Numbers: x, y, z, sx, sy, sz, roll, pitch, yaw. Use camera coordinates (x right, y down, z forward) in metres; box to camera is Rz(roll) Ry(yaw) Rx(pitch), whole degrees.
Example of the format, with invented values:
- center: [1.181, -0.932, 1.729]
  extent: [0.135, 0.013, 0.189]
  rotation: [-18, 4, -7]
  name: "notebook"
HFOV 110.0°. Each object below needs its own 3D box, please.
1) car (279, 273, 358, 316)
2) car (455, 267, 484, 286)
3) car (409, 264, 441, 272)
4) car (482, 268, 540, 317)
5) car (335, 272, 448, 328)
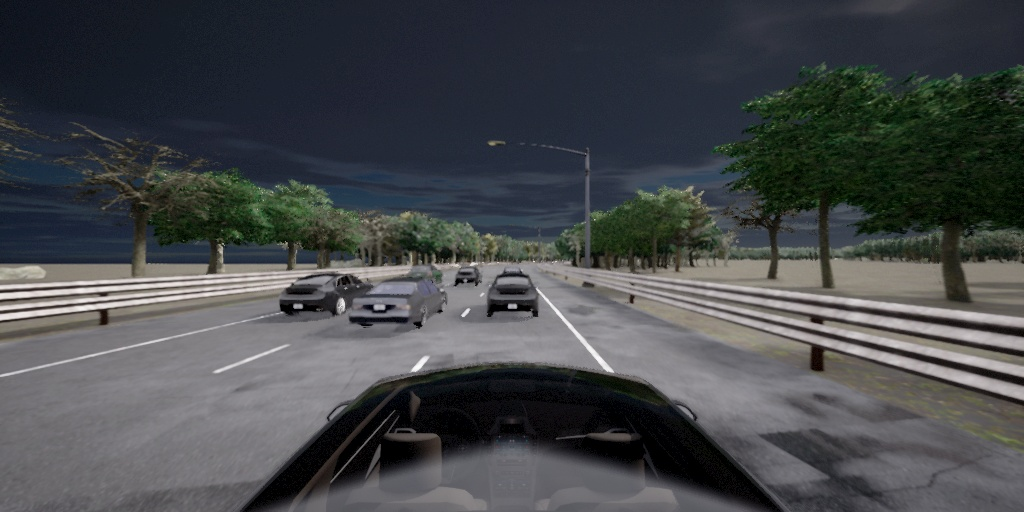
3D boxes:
- center: [-6.956, 1.421, 14.121]
  extent: [1.837, 1.490, 4.892]
  rotation: [0, 0, 1]
  name: "car"
- center: [-3.453, 1.620, 29.160]
  extent: [1.837, 1.490, 4.892]
  rotation: [0, 0, 1]
  name: "car"
- center: [-6.953, 1.464, 29.065]
  extent: [2.097, 1.767, 4.553]
  rotation: [0, -1, 1]
  name: "car"
- center: [0.044, 1.421, 14.130]
  extent: [1.837, 1.490, 4.892]
  rotation: [0, 0, 1]
  name: "car"
- center: [-3.479, 1.434, 11.967]
  extent: [2.033, 1.411, 5.357]
  rotation: [0, -1, 0]
  name: "car"
